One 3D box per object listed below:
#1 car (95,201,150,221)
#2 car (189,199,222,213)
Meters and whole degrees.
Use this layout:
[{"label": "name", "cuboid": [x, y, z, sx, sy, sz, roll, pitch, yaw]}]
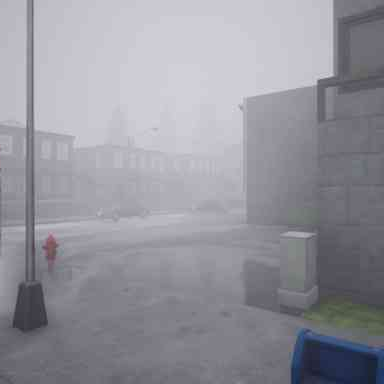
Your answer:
[{"label": "car", "cuboid": [-5.564, 1.487, 27.068, 2.128, 1.511, 4.902, 0, 0, 36]}, {"label": "car", "cuboid": [1.551, 1.488, 37.009, 2.128, 1.511, 4.902, 0, 0, 36]}]
